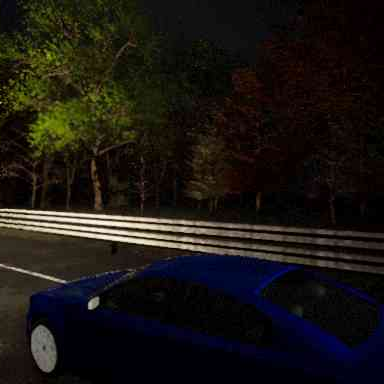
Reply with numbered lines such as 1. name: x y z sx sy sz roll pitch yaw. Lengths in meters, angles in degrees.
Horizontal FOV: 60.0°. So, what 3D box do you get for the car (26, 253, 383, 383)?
1. car: 0.054 1.474 3.829 5.008 1.535 1.882 0 0 35
